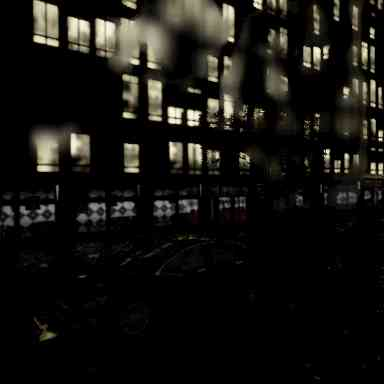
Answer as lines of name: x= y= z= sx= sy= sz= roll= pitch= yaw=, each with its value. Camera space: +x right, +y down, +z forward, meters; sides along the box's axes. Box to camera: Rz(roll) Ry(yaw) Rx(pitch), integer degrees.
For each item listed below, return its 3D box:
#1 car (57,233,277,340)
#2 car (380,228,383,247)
car: x=-0.237 y=1.529 z=6.399 sx=4.403 sy=1.369 sz=2.008 roll=0 pitch=0 yaw=-35
car: x=9.021 y=1.454 z=12.994 sx=4.403 sy=1.369 sz=2.008 roll=0 pitch=0 yaw=-35
